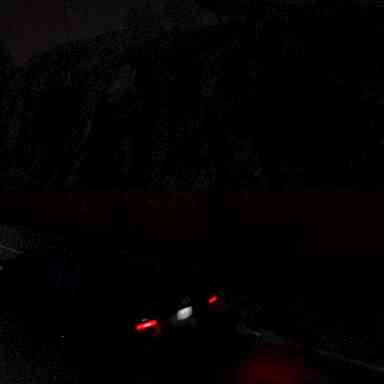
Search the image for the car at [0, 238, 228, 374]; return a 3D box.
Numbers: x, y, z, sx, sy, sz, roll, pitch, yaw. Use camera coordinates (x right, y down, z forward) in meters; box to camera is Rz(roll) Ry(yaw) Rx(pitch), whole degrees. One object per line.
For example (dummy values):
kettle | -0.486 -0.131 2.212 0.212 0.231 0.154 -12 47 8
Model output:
car | -1.964 1.556 5.819 5.357 1.411 2.033 0 0 42
